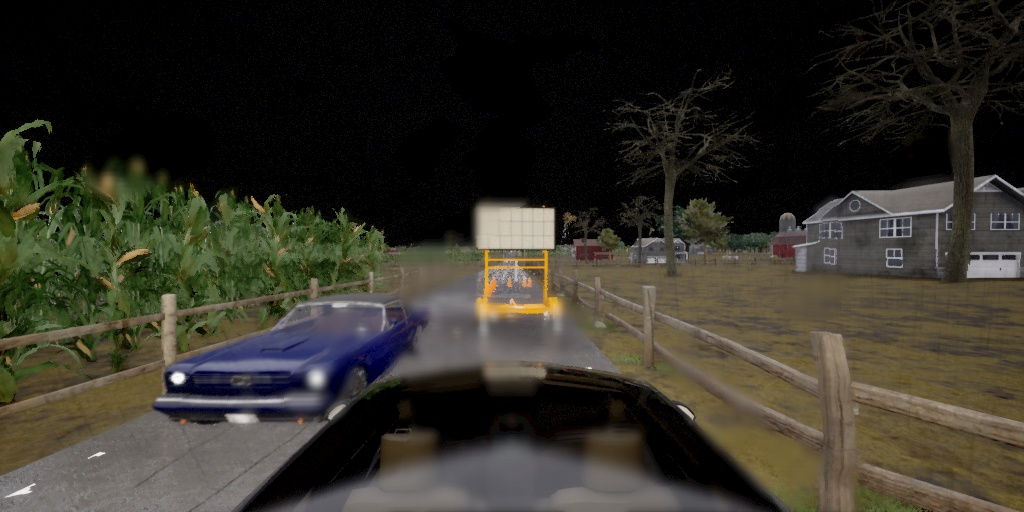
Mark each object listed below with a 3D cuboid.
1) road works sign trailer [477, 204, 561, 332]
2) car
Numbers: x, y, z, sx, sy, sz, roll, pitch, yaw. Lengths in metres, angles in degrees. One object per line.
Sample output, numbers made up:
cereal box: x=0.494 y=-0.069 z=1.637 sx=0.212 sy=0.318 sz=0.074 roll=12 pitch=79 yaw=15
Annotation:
road works sign trailer: x=0.121 y=0.227 z=11.037 sx=2.380 sy=3.560 sz=2.880 roll=0 pitch=0 yaw=-5
car: x=-2.748 y=1.355 z=5.864 sx=1.895 sy=1.301 sz=4.718 roll=0 pitch=0 yaw=0
